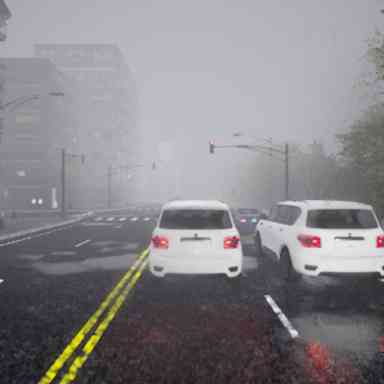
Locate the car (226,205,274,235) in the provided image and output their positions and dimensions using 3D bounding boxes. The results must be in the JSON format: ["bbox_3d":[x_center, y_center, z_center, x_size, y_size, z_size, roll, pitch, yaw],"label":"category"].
[{"bbox_3d":[3.365,1.595,20.424,2.033,1.411,5.357,0,0,0],"label":"car"}]

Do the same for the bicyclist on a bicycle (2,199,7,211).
[{"bbox_3d":[-24.849,1.686,43.962,0.582,1.620,1.656,-1,0,-1],"label":"bicyclist on a bicycle"}]

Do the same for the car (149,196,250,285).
[{"bbox_3d":[0.104,1.244,9.670,2.150,2.045,5.566,0,0,1],"label":"car"}]

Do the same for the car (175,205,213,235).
[{"bbox_3d":[0.115,1.595,20.226,2.033,1.411,5.357,0,0,0],"label":"car"}]

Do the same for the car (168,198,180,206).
[{"bbox_3d":[-3.267,1.758,60.715,1.895,1.301,4.718,0,0,1],"label":"car"}]

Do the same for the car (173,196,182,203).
[{"bbox_3d":[-3.201,1.729,75.849,1.812,1.442,4.674,0,0,0],"label":"car"}]

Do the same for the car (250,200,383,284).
[{"bbox_3d":[3.360,1.243,9.769,2.150,2.045,5.566,0,0,0],"label":"car"}]
